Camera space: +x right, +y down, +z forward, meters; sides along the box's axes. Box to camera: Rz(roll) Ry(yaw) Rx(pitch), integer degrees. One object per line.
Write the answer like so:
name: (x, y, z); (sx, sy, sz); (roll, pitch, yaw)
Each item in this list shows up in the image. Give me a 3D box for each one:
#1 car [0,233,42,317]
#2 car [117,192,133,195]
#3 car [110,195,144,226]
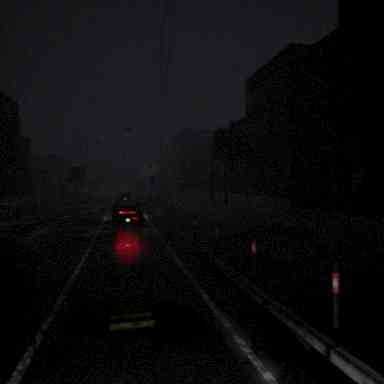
car: (-4.126, 1.531, 6.136); (1.812, 1.442, 4.674); (-1, -2, -12)
car: (-7.963, 0.701, 39.799); (1.994, 1.385, 4.181); (-1, 2, -12)
car: (-4.153, 1.252, 21.389); (1.837, 1.490, 4.892); (-1, 2, -11)
